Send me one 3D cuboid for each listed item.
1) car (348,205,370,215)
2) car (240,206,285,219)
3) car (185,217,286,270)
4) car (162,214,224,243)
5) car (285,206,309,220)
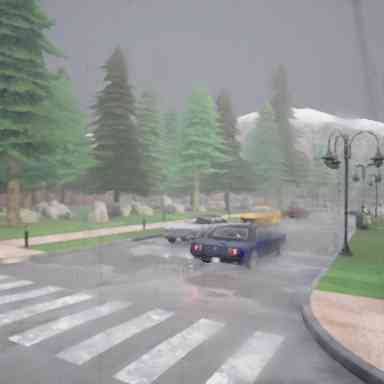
[{"bbox_3d":[21.038,2.297,41.944,1.895,1.301,4.718,1,0,39],"label":"car"},{"bbox_3d":[5.158,1.830,25.021,1.882,1.535,5.008,1,0,30],"label":"car"},{"bbox_3d":[1.916,1.837,12.154,1.895,1.301,4.718,1,0,32],"label":"car"},{"bbox_3d":[0.496,1.837,16.872,1.895,1.301,4.718,1,0,29],"label":"car"},{"bbox_3d":[10.363,2.081,33.608,1.895,1.301,4.718,1,0,33],"label":"car"}]
